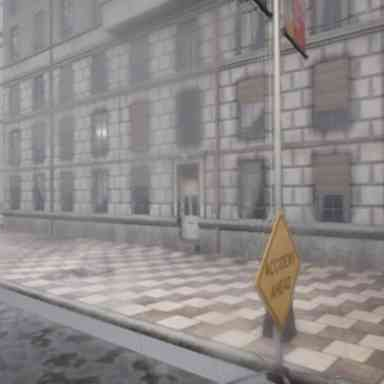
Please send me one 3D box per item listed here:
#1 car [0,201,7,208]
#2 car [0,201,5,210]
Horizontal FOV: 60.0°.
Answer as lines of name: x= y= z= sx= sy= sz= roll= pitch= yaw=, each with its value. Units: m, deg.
car: x=-34.732 y=2.197 z=57.403 sx=1.895 sy=1.301 sz=4.718 roll=-1 pitch=0 yaw=28
car: x=-28.032 y=1.690 z=46.583 sx=2.097 sy=1.767 sz=4.553 roll=-1 pitch=0 yaw=16
